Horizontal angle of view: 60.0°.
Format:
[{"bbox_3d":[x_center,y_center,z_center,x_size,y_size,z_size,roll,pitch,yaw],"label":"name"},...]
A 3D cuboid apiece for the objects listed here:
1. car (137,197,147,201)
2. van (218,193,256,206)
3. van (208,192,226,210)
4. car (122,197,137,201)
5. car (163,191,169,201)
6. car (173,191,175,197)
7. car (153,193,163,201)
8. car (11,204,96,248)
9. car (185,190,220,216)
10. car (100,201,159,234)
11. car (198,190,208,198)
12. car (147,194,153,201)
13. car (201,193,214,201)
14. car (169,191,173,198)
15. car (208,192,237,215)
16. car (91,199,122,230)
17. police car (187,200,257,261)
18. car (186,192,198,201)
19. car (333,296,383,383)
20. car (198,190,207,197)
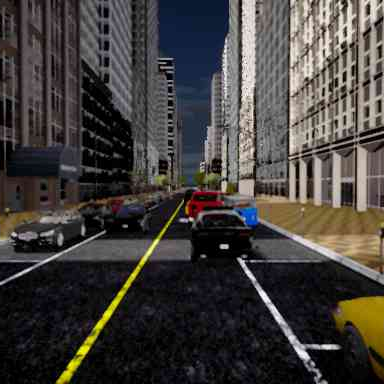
[{"bbox_3d":[-5.698,1.199,30.745,2.008,1.369,4.403,-1,1,0],"label":"car"},{"bbox_3d":[2.681,1.119,19.376,1.690,1.788,3.998,-1,1,0],"label":"van"},{"bbox_3d":[2.681,0.925,36.425,1.690,1.788,3.998,-1,1,0],"label":"van"},{"bbox_3d":[-5.697,1.258,25.061,1.887,1.381,4.507,-1,1,0],"label":"car"},{"bbox_3d":[-5.697,0.875,59.161,2.008,1.369,4.403,-1,1,0],"label":"car"},{"bbox_3d":[-5.697,0.569,76.209,1.967,1.590,4.097,-1,1,0],"label":"car"},{"bbox_3d":[-5.697,1.005,47.795,2.008,1.369,4.403,-1,1,0],"label":"car"},{"bbox_3d":[-5.698,1.393,13.695,2.008,1.369,4.403,-1,1,0],"label":"car"},{"bbox_3d":[0.824,0.974,21.735,2.150,2.045,5.566,0,1,-1],"label":"car"},{"bbox_3d":[-3.099,1.364,17.404,1.994,1.385,4.181,0,1,0],"label":"car"},{"bbox_3d":[2.682,0.379,81.892,2.192,1.841,5.009,-1,1,0],"label":"car"},{"bbox_3d":[-5.697,1.166,36.428,1.802,1.307,4.206,-1,1,0],"label":"car"},{"bbox_3d":[2.684,0.875,59.161,2.008,1.369,4.403,-1,1,0],"label":"car"},{"bbox_3d":[-5.696,0.776,70.528,1.802,1.307,4.206,-1,1,0],"label":"car"},{"bbox_3d":[2.681,0.963,30.742,2.192,1.841,5.009,-1,1,0],"label":"car"},{"bbox_3d":[-5.698,1.344,19.378,1.947,1.339,4.313,-1,1,0],"label":"car"},{"bbox_3d":[0.899,1.289,11.833,1.930,1.638,5.238,0,1,0],"label":"police car"},{"bbox_3d":[0.001,0.784,61.912,2.128,1.511,4.902,0,1,0],"label":"car"},{"bbox_3d":[2.682,1.495,2.498,1.752,1.417,4.829,-1,1,0],"label":"car"},{"bbox_3d":[2.682,0.313,87.575,2.192,1.841,5.009,-1,1,0],"label":"car"}]
